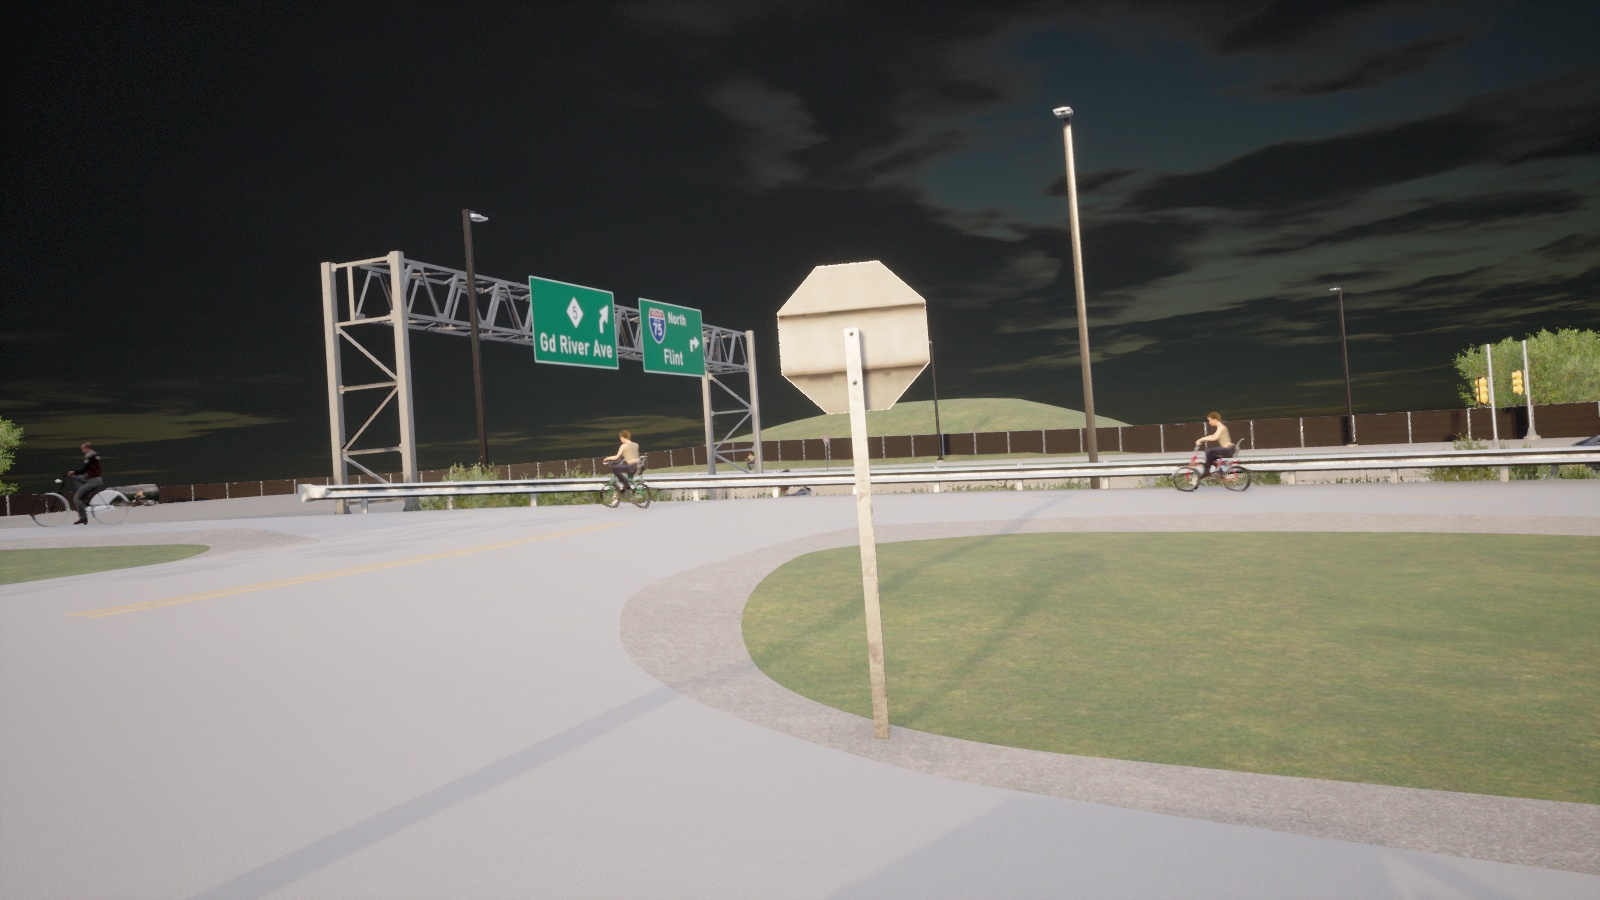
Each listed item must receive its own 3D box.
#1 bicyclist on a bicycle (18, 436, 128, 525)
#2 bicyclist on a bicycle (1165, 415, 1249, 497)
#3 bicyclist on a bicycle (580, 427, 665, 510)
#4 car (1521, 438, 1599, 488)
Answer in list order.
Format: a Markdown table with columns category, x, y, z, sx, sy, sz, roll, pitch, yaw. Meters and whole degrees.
| category | x | y | z | sx | sy | sz | roll | pitch | yaw |
| --- | --- | --- | --- | --- | --- | --- | --- | --- | --- |
| bicyclist on a bicycle | -15.104 | 0.623 | 26.132 | 1.843 | 1.776 | 0.659 | -1 | -1 | -13 |
| bicyclist on a bicycle | 8.157 | 0.117 | 25.172 | 1.509 | 1.612 | 0.866 | -1 | 1 | 23 |
| bicyclist on a bicycle | -3.633 | 0.381 | 25.703 | 1.509 | 1.612 | 0.866 | -1 | 2 | 41 |
| car | 23.937 | 0.327 | 37.157 | 4.181 | 1.385 | 1.994 | -3 | 0 | 21 |
